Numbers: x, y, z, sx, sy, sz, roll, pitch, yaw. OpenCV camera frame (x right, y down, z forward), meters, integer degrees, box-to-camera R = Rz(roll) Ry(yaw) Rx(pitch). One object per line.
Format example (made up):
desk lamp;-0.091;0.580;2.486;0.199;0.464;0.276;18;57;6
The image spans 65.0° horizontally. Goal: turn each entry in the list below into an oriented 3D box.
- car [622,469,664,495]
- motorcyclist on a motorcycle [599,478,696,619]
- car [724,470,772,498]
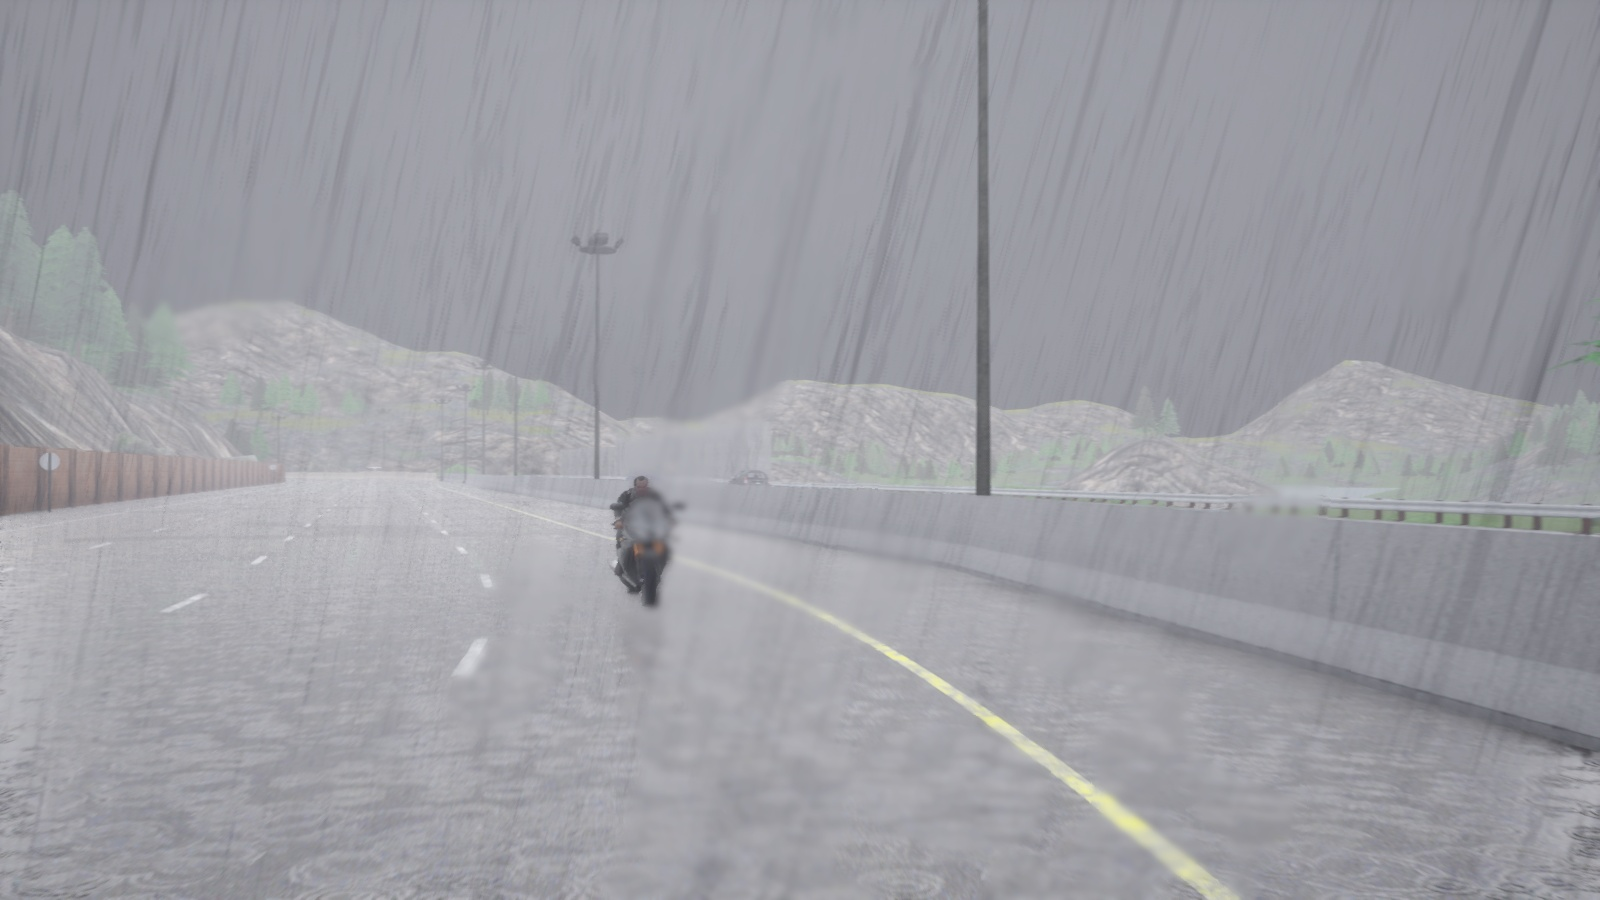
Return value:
car;-11.022;2.209;87.791;2.097;1.767;4.553;0;-1;-18
motorcyclist on a motorcycle;-1.864;1.112;15.023;0.866;1.530;2.191;-1;-1;-14
car;-3.146;1.989;75.189;1.851;1.617;3.988;0;-1;-18
